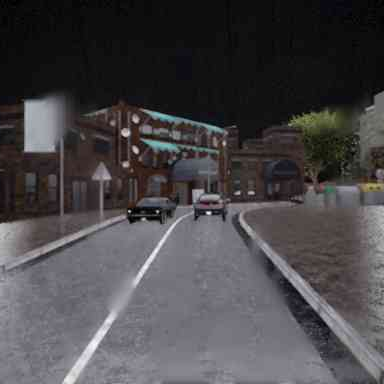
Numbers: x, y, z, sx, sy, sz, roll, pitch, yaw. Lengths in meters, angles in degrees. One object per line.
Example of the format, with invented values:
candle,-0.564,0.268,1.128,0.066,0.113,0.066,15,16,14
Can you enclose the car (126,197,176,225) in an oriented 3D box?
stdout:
car,-2.188,0.988,18.776,1.895,1.301,4.718,0,2,7

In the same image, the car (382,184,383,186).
car,22.131,0.083,32.943,2.435,2.045,5.566,-3,0,-10

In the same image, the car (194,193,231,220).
car,1.266,0.820,20.588,1.837,1.490,4.892,0,2,8

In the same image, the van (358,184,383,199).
van,25.264,-0.093,45.870,1.878,1.987,4.442,-3,0,-10

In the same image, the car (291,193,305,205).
car,13.222,0.695,35.596,5.357,1.411,2.033,-1,0,-21

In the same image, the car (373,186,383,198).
car,28.002,-0.035,46.478,2.231,1.521,4.892,-3,0,-10
